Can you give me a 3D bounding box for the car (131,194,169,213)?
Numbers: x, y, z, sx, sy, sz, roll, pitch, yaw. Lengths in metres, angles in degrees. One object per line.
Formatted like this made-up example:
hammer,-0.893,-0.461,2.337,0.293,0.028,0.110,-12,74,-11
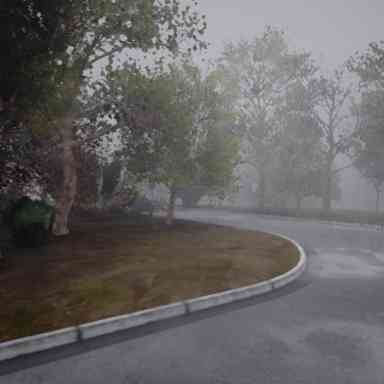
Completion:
car,-3.690,0.996,29.352,1.837,1.490,4.892,3,-1,-39
